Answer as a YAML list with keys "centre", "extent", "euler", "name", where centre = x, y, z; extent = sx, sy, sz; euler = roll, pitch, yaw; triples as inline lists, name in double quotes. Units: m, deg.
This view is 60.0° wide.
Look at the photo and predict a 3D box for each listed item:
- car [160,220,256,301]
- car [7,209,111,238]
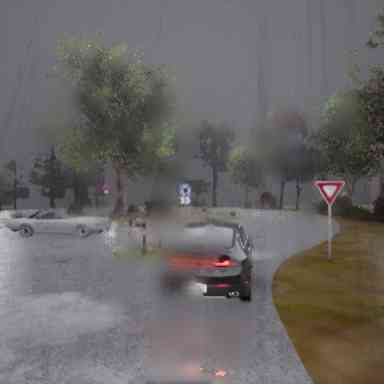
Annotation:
- centre: [0.584, 1.477, 8.372]
  extent: [1.837, 1.490, 4.892]
  euler: [0, 0, 11]
  name: "car"
- centre: [-6.569, 1.545, 16.791]
  extent: [4.718, 1.301, 1.895]
  euler: [0, 0, 7]
  name: "car"
